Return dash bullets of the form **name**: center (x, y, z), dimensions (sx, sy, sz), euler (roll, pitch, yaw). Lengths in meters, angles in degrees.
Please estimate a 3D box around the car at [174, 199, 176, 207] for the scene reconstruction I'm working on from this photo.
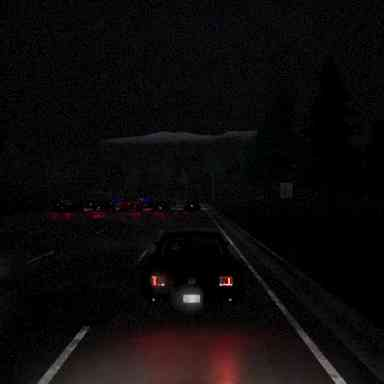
- **car**: center (-3.489, 1.564, 49.546), dimensions (1.994, 1.385, 4.181), euler (0, 0, 0)

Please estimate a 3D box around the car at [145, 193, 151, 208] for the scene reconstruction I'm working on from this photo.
- **car**: center (-7.002, 1.221, 48.789), dimensions (2.150, 2.045, 5.566), euler (0, 0, 0)

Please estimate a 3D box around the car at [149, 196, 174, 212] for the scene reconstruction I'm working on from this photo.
- **car**: center (-3.496, 1.505, 39.158), dimensions (1.837, 1.490, 4.892), euler (0, 0, 0)

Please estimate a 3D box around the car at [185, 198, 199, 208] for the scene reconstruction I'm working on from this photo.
- **car**: center (0.006, 1.564, 49.539), dimensions (1.994, 1.385, 4.181), euler (0, 0, 0)

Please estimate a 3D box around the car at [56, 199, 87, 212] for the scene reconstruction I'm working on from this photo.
- **car**: center (-14.004, 1.526, 38.189), dimensions (1.812, 1.442, 4.674), euler (0, 0, 0)

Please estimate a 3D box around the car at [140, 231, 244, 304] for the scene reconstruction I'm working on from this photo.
- **car**: center (-0.001, 1.601, 8.112), dimensions (1.895, 1.301, 4.718), euler (0, 0, 0)

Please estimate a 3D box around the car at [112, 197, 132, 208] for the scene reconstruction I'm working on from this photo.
- **car**: center (-10.495, 1.478, 49.938), dimensions (1.882, 1.535, 5.008), euler (0, 0, 0)

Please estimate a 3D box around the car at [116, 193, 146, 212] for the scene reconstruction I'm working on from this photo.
- **car**: center (-6.999, 1.352, 38.844), dimensions (2.097, 1.767, 4.553), euler (0, 0, 0)

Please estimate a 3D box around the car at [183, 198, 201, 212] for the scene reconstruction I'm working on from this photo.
- **car**: center (0.006, 1.564, 39.619), dimensions (1.994, 1.385, 4.181), euler (0, 0, 0)

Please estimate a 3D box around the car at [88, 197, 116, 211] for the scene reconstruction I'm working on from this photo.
- **car**: center (-10.488, 1.505, 39.914), dimensions (1.837, 1.490, 4.892), euler (0, 0, 0)
